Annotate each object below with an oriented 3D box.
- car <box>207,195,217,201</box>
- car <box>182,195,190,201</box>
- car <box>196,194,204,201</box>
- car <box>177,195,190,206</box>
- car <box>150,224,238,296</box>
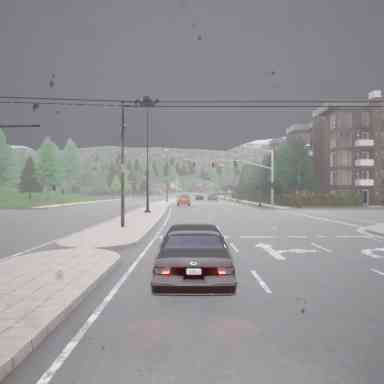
[{"bbox_3d":[5.477,1.539,85.403,2.033,1.411,5.357,0,0,0],"label":"car"},{"bbox_3d":[-1.523,1.523,85.357,1.812,1.442,4.674,0,0,0],"label":"car"},{"bbox_3d":[1.977,1.477,85.396,1.882,1.535,5.008,0,0,0],"label":"car"},{"bbox_3d":[-1.359,1.352,54.532,2.097,1.767,4.553,0,0,-1],"label":"car"},{"bbox_3d":[0.042,1.547,8.787,2.033,1.411,5.357,0,0,0],"label":"car"}]
